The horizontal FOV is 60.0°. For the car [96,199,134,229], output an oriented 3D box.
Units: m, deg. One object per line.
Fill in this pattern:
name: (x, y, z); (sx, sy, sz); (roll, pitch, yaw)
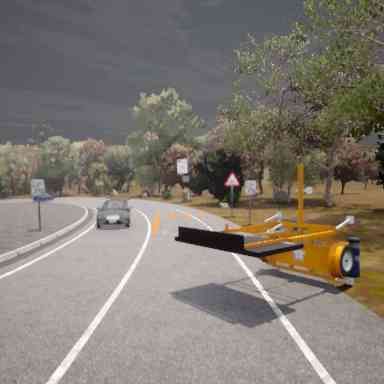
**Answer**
car: (-4.567, 1.211, 19.930); (2.128, 1.511, 4.902); (-1, 2, -9)

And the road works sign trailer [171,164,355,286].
road works sign trailer: (1.685, 0.770, 7.454); (3.560, 2.880, 2.380); (-1, 1, -39)

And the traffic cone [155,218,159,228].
traffic cone: (-1.867, 1.743, 16.538); (0.340, 0.580, 0.340); (-1, 2, -4)

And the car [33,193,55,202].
car: (-25.401, 0.877, 56.966); (5.008, 1.535, 1.882); (-1, 4, 41)
